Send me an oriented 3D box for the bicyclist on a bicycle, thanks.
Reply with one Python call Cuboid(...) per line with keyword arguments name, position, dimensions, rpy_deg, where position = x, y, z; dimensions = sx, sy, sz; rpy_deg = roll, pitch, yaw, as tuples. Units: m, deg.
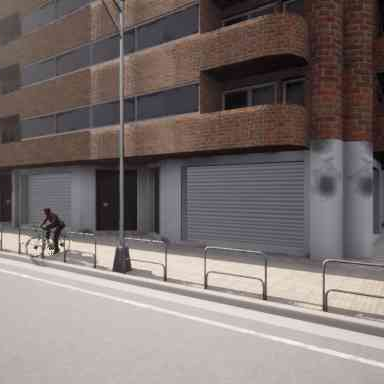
Cuboid(name="bicyclist on a bicycle", position=(-4.748, 1.338, 11.130), dimensions=(0.582, 1.620, 1.656), rpy_deg=(1, -3, 33))
